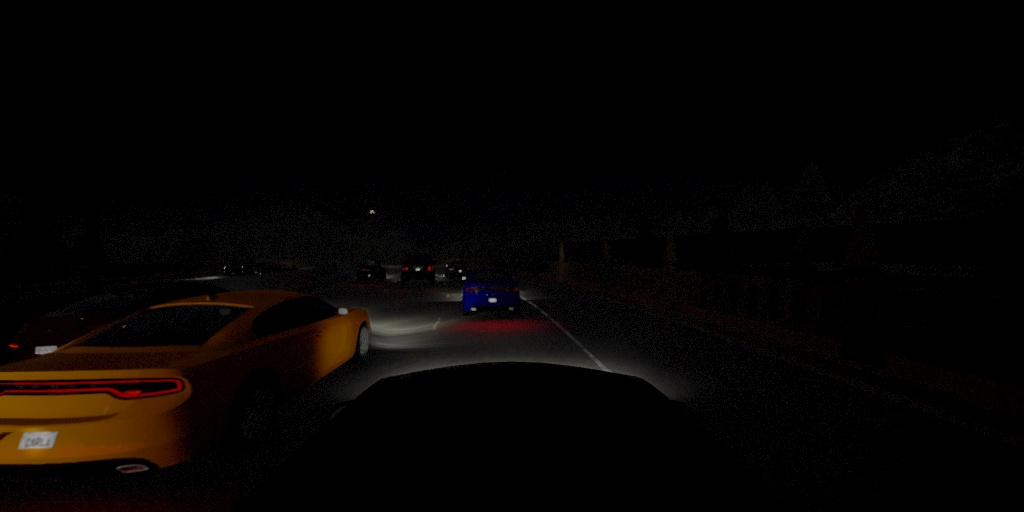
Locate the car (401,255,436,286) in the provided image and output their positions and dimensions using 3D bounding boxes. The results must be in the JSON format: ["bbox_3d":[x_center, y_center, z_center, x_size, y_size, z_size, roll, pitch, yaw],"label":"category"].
[{"bbox_3d":[-6.500,0.943,24.963,2.150,2.045,5.566,0,0,-14],"label":"car"}]

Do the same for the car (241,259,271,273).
[{"bbox_3d":[-24.313,1.294,35.513,2.128,1.511,4.902,0,0,-17],"label":"car"}]

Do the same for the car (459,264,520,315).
[{"bbox_3d":[-0.864,1.202,13.486,1.882,1.535,5.008,0,0,-6],"label":"car"}]

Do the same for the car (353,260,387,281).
[{"bbox_3d":[-11.162,1.230,28.750,2.128,1.511,4.902,0,0,-16],"label":"car"}]

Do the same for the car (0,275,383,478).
[{"bbox_3d":[-3.673,1.231,5.175,1.882,1.535,5.008,0,0,-2],"label":"car"}]

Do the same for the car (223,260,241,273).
[{"bbox_3d":[-28.872,1.173,38.397,2.097,1.767,4.553,0,0,-17],"label":"car"}]

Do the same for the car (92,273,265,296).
[{"bbox_3d":[-7.311,1.286,7.805,1.812,1.442,4.674,0,0,-4],"label":"car"}]

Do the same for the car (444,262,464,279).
[{"bbox_3d":[-4.933,1.258,32.332,1.994,1.385,4.181,0,0,-16],"label":"car"}]

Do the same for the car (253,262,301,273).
[{"bbox_3d":[-18.605,1.383,28.860,1.895,1.301,4.718,0,0,-17],"label":"car"}]
